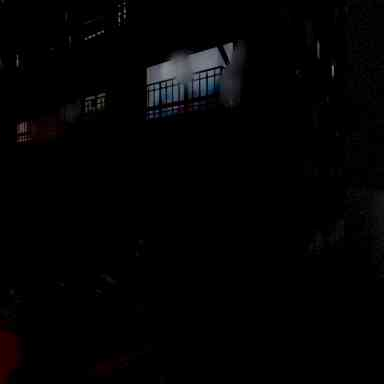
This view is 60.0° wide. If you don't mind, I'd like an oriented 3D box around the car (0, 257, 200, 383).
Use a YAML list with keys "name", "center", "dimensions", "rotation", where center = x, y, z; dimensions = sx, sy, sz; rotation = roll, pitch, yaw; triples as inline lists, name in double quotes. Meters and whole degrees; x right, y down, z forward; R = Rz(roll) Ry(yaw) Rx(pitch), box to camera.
- name: "car"
  center: [-2.023, 1.545, 4.316]
  dimensions: [4.507, 1.381, 1.887]
  rotation: [0, 0, 35]

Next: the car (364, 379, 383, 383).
- name: "car"
  center: [2.569, 1.566, 1.047]
  dimensions: [4.313, 1.339, 1.947]
  rotation: [0, 0, 35]
